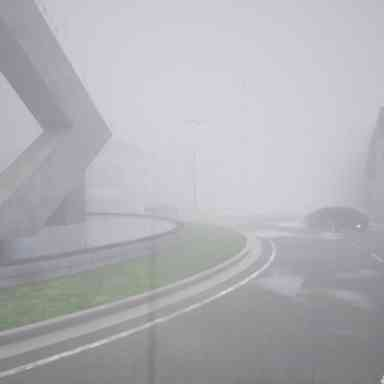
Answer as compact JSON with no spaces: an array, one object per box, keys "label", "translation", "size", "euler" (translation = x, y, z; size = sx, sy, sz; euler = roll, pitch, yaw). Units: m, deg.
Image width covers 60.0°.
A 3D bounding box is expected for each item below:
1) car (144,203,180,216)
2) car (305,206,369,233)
[{"label":"car","translation":[-3.517,1.980,38.591],"size":[4.181,1.385,1.994],"euler":[-1,-1,30]},{"label":"car","translation":[8.703,1.626,20.443],"size":[1.837,1.490,4.892],"euler":[0,-1,-8]}]
